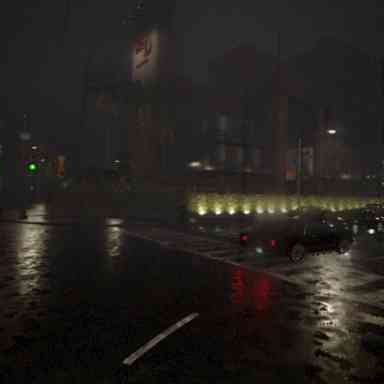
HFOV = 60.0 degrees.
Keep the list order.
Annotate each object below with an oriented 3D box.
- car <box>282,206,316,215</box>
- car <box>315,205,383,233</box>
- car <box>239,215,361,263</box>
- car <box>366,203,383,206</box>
[{"bbox_3d":[8.453,1.762,24.093,4.902,1.511,2.128,2,0,-34],"label":"car"},{"bbox_3d":[10.308,1.814,21.122,4.892,1.490,1.837,2,0,-34],"label":"car"},{"bbox_3d":[4.098,1.734,12.571,4.718,1.301,1.895,2,0,-36],"label":"car"},{"bbox_3d":[16.003,1.823,29.216,4.553,1.767,2.097,2,0,-34],"label":"car"}]
